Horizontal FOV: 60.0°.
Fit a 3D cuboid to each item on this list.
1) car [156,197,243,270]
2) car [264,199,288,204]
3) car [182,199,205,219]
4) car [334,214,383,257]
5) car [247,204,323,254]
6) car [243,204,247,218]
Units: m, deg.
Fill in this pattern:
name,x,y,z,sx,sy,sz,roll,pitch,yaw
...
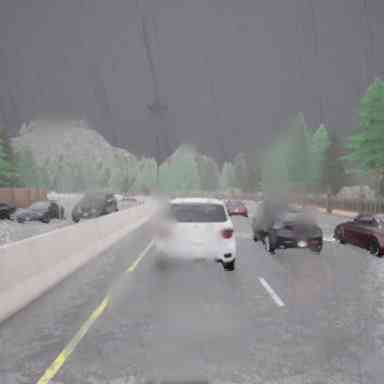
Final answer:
name,x,y,z,sx,sy,sz,roll,pitch,yaw
car,0.112,1.181,10.970,2.150,2.045,5.566,0,1,0
car,7.138,1.396,28.664,1.837,1.490,4.892,0,0,0
car,0.138,1.393,28.687,1.837,1.490,4.892,0,0,0
car,7.114,1.517,12.671,1.994,1.385,4.181,0,0,0
car,3.616,1.454,13.308,1.837,1.490,4.892,0,0,0
car,3.636,1.452,29.128,1.994,1.385,4.181,0,0,0
